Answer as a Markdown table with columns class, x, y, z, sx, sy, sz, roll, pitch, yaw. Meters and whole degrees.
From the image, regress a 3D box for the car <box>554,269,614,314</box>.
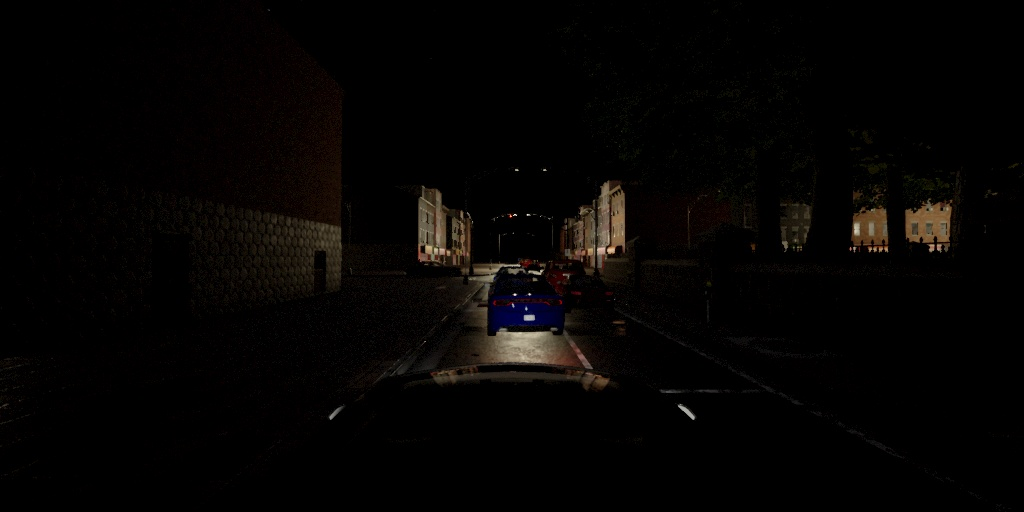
| class | x | y | z | sx | sy | sz | roll | pitch | yaw |
| --- | --- | --- | --- | --- | --- | --- | --- | --- | --- |
| car | 2.635 | 1.336 | 13.555 | 1.802 | 1.307 | 4.207 | 0 | 0 | 0 |

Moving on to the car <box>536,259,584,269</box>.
| class | x | y | z | sx | sy | sz | roll | pitch | yaw |
| --- | --- | --- | --- | --- | --- | --- | --- | --- | --- |
| car | 2.634 | 1.074 | 19.004 | 2.192 | 1.841 | 5.009 | 0 | 0 | 0 |

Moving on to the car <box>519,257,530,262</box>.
| class | x | y | z | sx | sy | sz | roll | pitch | yaw |
| --- | --- | --- | --- | --- | --- | --- | --- | --- | --- |
| car | 2.624 | 1.394 | 61.744 | 1.888 | 1.381 | 4.507 | 0 | 0 | 0 |

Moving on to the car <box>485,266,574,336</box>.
| class | x | y | z | sx | sy | sz | roll | pitch | yaw |
| --- | --- | --- | --- | --- | --- | --- | --- | --- | --- |
| car | 0.225 | 1.230 | 10.490 | 1.882 | 1.535 | 5.008 | 0 | 0 | -4 |

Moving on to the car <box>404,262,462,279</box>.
| class | x | y | z | sx | sy | sz | roll | pitch | yaw |
| --- | --- | --- | --- | --- | --- | --- | --- | --- | --- |
| car | -6.798 | 1.246 | 31.112 | 4.902 | 1.511 | 2.128 | 0 | -1 | -7 |

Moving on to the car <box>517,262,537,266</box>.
| class | x | y | z | sx | sy | sz | roll | pitch | yaw |
| --- | --- | --- | --- | --- | --- | --- | --- | --- | --- |
| car | 0.066 | 1.236 | 18.048 | 1.882 | 1.535 | 5.008 | 0 | 0 | 1 |

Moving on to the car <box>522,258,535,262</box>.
| class | x | y | z | sx | sy | sz | roll | pitch | yaw |
| --- | --- | --- | --- | --- | --- | --- | --- | --- | --- |
| car | 2.628 | 1.349 | 45.433 | 1.888 | 1.381 | 4.507 | 0 | 0 | 0 |
